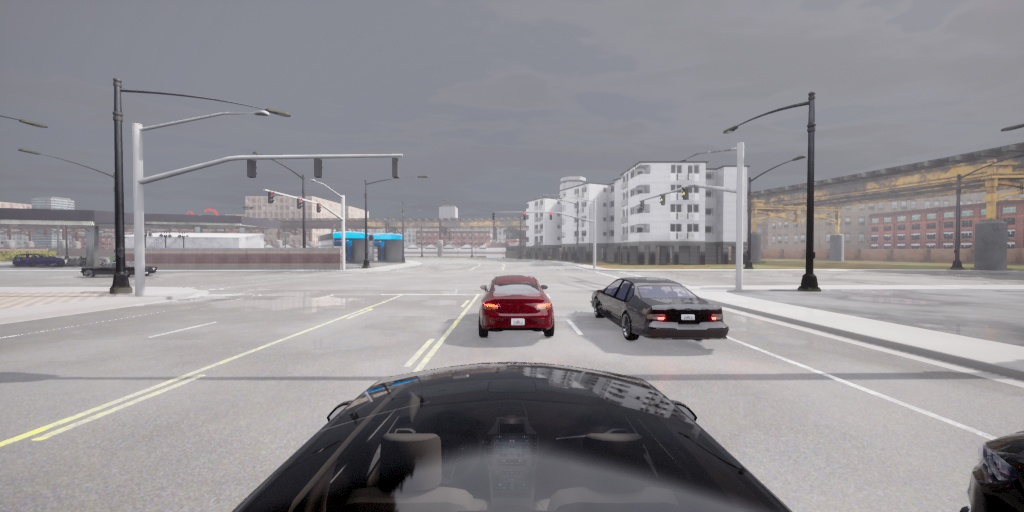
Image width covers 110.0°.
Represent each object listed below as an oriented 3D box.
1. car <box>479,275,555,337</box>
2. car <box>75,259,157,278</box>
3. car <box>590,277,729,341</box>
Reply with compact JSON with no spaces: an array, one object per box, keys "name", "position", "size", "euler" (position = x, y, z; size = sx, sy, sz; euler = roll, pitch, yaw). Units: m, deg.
[{"name":"car","position":[0.071,1.256,10.102],"size":[1.812,1.442,4.674],"euler":[0,0,-1]},{"name":"car","position":[-33.209,1.134,30.307],"size":[4.718,1.301,1.895],"euler":[0,1,-1]},{"name":"car","position":[3.582,1.282,9.817],"size":[2.033,1.411,5.357],"euler":[0,0,0]}]
